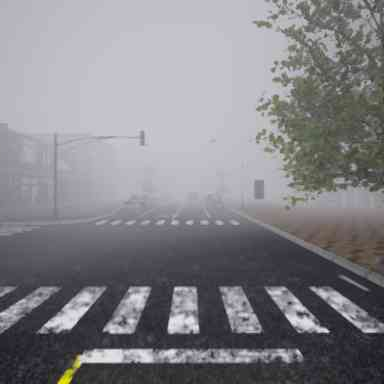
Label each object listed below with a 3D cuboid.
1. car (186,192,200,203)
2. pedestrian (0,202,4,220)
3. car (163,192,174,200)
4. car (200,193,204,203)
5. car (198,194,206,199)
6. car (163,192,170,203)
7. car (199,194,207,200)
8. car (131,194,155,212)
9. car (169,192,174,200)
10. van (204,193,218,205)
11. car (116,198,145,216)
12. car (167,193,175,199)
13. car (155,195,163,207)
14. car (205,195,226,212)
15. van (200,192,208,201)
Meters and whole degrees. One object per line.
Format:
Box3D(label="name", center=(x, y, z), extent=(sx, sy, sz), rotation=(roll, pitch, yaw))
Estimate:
Box3D(label="car", center=(0.100, 0.961, 60.436), extent=(2.150, 2.045, 5.566), rotation=(0, 0, 0))
Box3D(label="pedestrian", center=(-12.751, 1.221, 22.148), extent=(0.375, 1.300, 0.375), rotation=(0, -1, -1))
Box3D(label="car", center=(-5.691, 0.971, 80.104), extent=(2.192, 1.841, 5.009), rotation=(0, 0, 0))
Box3D(label="car", center=(2.690, 1.324, 52.353), extent=(2.008, 1.369, 4.403), rotation=(0, 0, 0))
Box3D(label="car", center=(2.688, 1.175, 91.211), extent=(1.947, 1.339, 4.313), rotation=(0, 0, 0))
Box3D(label="car", center=(-5.690, 1.253, 63.282), extent=(1.752, 1.417, 4.829), rotation=(0, 0, 0))
Box3D(label="car", center=(2.690, 1.180, 80.278), extent=(1.752, 1.417, 4.829), rotation=(0, 0, 0))
Box3D(label="car", center=(-5.688, 1.160, 35.696), extent=(2.192, 1.841, 5.009), rotation=(0, 0, 0))
Box3D(label="car", center=(-5.691, 1.230, 74.554), extent=(2.008, 1.369, 4.403), rotation=(0, 0, 0))
Box3D(label="van", center=(2.692, 1.162, 41.251), extent=(1.690, 1.788, 3.998), rotation=(0, 0, 0))
Box3D(label="car", center=(-5.688, 1.451, 30.147), extent=(1.802, 1.307, 4.206), rotation=(0, 0, 0))
Box3D(label="car", center=(-5.692, 1.135, 91.038), extent=(1.752, 1.417, 4.829), rotation=(0, 0, 0))
Box3D(label="car", center=(-5.689, 1.348, 46.800), extent=(2.008, 1.369, 4.403), rotation=(0, 0, 0))
Box3D(label="car", center=(2.692, 1.370, 35.870), extent=(1.752, 1.417, 4.829), rotation=(0, 0, 0))
Box3D(label="van", center=(2.691, 1.020, 74.556), extent=(1.690, 1.788, 3.998), rotation=(0, 0, 0))
